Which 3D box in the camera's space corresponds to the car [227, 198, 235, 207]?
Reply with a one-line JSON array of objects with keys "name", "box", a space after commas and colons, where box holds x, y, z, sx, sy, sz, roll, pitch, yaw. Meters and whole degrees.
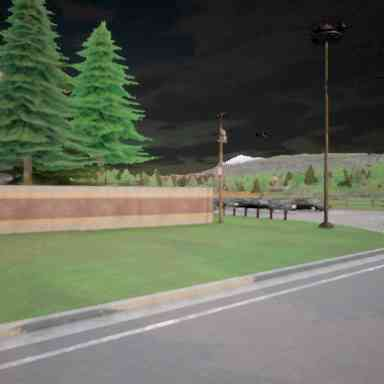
[{"name": "car", "box": [4.552, 1.544, 46.461, 2.128, 1.511, 4.902, 0, 0, -36]}]

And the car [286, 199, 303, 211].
[{"name": "car", "box": [9.950, 1.545, 38.991, 2.128, 1.511, 4.902, 0, 0, -36]}]

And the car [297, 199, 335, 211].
[{"name": "car", "box": [15.838, 1.629, 42.798, 1.994, 1.385, 4.181, 0, 0, -36]}]

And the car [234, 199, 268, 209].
[{"name": "car", "box": [8.302, 1.660, 47.248, 1.895, 1.301, 4.718, 0, 0, -36]}]

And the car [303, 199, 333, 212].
[{"name": "car", "box": [13.729, 1.564, 39.741, 1.837, 1.490, 4.892, 0, 0, -36]}]

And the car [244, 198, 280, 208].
[{"name": "car", "box": [10.437, 1.613, 50.298, 2.033, 1.411, 5.357, 0, 0, -36]}]

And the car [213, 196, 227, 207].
[{"name": "car", "box": [2.150, 1.611, 43.801, 1.994, 1.385, 4.181, 0, 0, -36]}]

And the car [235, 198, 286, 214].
[{"name": "car", "box": [7.419, 1.525, 36.516, 1.882, 1.535, 5.008, 0, 0, -36]}]

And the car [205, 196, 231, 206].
[{"name": "car", "box": [4.455, 1.570, 58.690, 1.837, 1.490, 4.892, 0, 0, -36]}]
